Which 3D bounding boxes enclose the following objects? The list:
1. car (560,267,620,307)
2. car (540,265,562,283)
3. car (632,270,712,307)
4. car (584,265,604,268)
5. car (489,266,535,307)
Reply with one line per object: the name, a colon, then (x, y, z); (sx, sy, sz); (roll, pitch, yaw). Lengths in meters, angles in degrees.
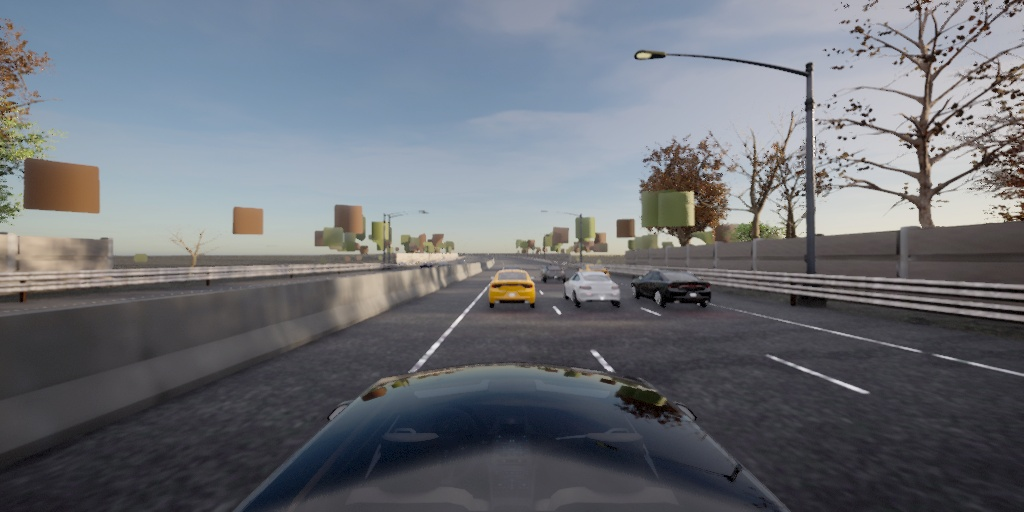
car: (3.513, 1.409, 16.225); (1.812, 1.442, 4.674); (0, 0, 0)
car: (3.519, 1.513, 31.133); (2.128, 1.511, 4.902); (0, 0, 0)
car: (7.014, 1.362, 16.325); (1.882, 1.535, 5.008); (0, 0, 0)
car: (7.022, 1.500, 31.320); (1.882, 1.535, 5.008); (0, 0, 0)
car: (0.014, 1.362, 16.319); (1.882, 1.535, 5.008); (0, 0, 0)
